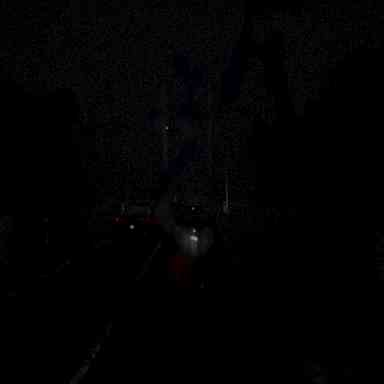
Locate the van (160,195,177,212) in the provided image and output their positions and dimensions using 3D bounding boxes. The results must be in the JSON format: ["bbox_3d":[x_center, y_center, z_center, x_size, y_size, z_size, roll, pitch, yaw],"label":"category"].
[{"bbox_3d":[-2.620,1.255,38.221,1.690,1.788,3.998,0,0,0],"label":"van"}]

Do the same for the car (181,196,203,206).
[{"bbox_3d":[0.107,1.397,33.518,1.882,1.535,5.008,0,0,0],"label":"car"}]

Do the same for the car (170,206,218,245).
[{"bbox_3d":[0.098,1.555,15.372,1.895,1.301,4.718,0,0,0],"label":"car"}]

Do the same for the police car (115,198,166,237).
[{"bbox_3d":[-2.744,1.374,17.806,1.930,1.638,5.238,0,0,0],"label":"police car"}]

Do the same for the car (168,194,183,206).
[{"bbox_3d":[-2.615,1.220,55.062,2.192,1.841,5.009,0,0,0],"label":"car"}]

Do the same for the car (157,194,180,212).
[{"bbox_3d":[-2.621,1.235,32.607,2.192,1.841,5.009,0,0,0],"label":"car"}]

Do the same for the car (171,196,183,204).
[{"bbox_3d":[-2.614,1.456,60.677,2.008,1.369,4.403,0,0,0],"label":"car"}]
